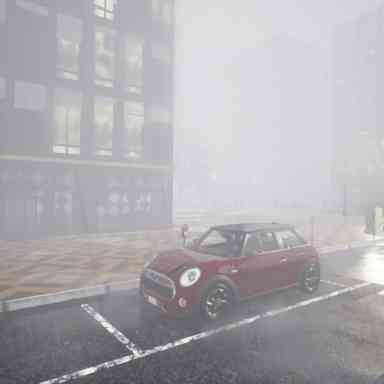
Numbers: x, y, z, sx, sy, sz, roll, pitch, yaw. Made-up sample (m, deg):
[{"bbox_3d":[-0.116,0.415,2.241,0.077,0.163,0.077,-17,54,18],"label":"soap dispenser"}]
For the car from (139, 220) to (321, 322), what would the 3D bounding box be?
[{"bbox_3d":[0.905,1.442,7.195,4.097,1.590,1.967,0,1,-36],"label":"car"}]

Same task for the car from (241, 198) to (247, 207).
[{"bbox_3d":[7.884,1.726,56.079,1.967,1.590,4.097,1,-1,-35],"label":"car"}]

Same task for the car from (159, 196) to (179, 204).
[{"bbox_3d":[-5.224,1.725,74.592,2.192,1.841,5.009,1,-1,-35],"label":"car"}]

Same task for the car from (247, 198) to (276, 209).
[{"bbox_3d":[11.161,1.800,51.450,1.887,1.381,4.507,1,-1,-35],"label":"car"}]

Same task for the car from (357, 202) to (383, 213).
[{"bbox_3d":[20.992,1.730,37.567,1.947,1.339,4.313,1,-1,-35],"label":"car"}]

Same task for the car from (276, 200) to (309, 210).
[{"bbox_3d":[14.437,1.807,46.822,1.802,1.307,4.206,1,-1,-35],"label":"car"}]

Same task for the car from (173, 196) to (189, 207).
[{"bbox_3d":[-2.236,1.733,55.867,1.887,1.381,4.507,1,-1,-35],"label":"car"}]

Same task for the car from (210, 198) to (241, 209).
[{"bbox_3d":[4.318,1.678,46.612,2.008,1.369,4.403,1,-1,-35],"label":"car"}]
